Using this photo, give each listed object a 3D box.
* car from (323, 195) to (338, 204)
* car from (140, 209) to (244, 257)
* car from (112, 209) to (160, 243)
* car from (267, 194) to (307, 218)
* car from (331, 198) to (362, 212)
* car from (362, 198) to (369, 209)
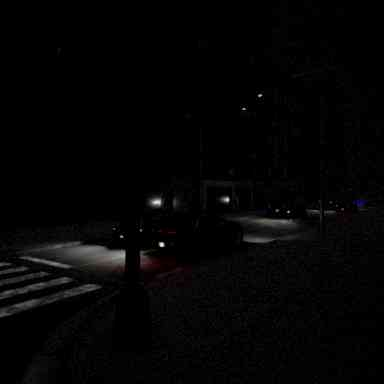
[{"bbox_3d":[18.113,1.210,43.668,1.837,1.490,4.892,0,0,35],"label":"car"},{"bbox_3d":[0.361,1.510,13.147,1.837,1.490,4.892,0,0,35],"label":"car"},{"bbox_3d":[-1.567,1.518,15.361,1.812,1.442,4.674,0,0,33],"label":"car"},{"bbox_3d":[8.734,1.212,30.266,2.150,2.045,5.566,0,0,35],"label":"car"},{"bbox_3d":[17.840,1.605,38.352,1.895,1.301,4.718,0,0,35],"label":"car"},{"bbox_3d":[23.589,1.536,46.749,1.812,1.442,4.674,0,0,35],"label":"car"}]
